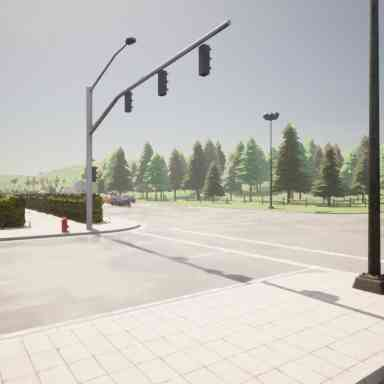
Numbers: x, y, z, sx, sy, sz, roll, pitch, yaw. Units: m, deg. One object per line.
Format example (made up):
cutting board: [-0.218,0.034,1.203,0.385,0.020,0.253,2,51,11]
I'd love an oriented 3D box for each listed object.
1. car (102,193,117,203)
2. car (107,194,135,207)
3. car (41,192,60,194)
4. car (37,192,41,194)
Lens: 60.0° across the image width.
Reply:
car: [-15.849,1.478,64.369,1.882,1.535,5.008,0,0,-35]
car: [-11.012,1.525,51.158,1.812,1.442,4.674,0,0,-35]
car: [-24.085,1.221,57.637,2.150,2.045,5.566,0,0,-35]
car: [-29.754,1.058,65.879,2.150,2.045,5.566,0,0,-35]
